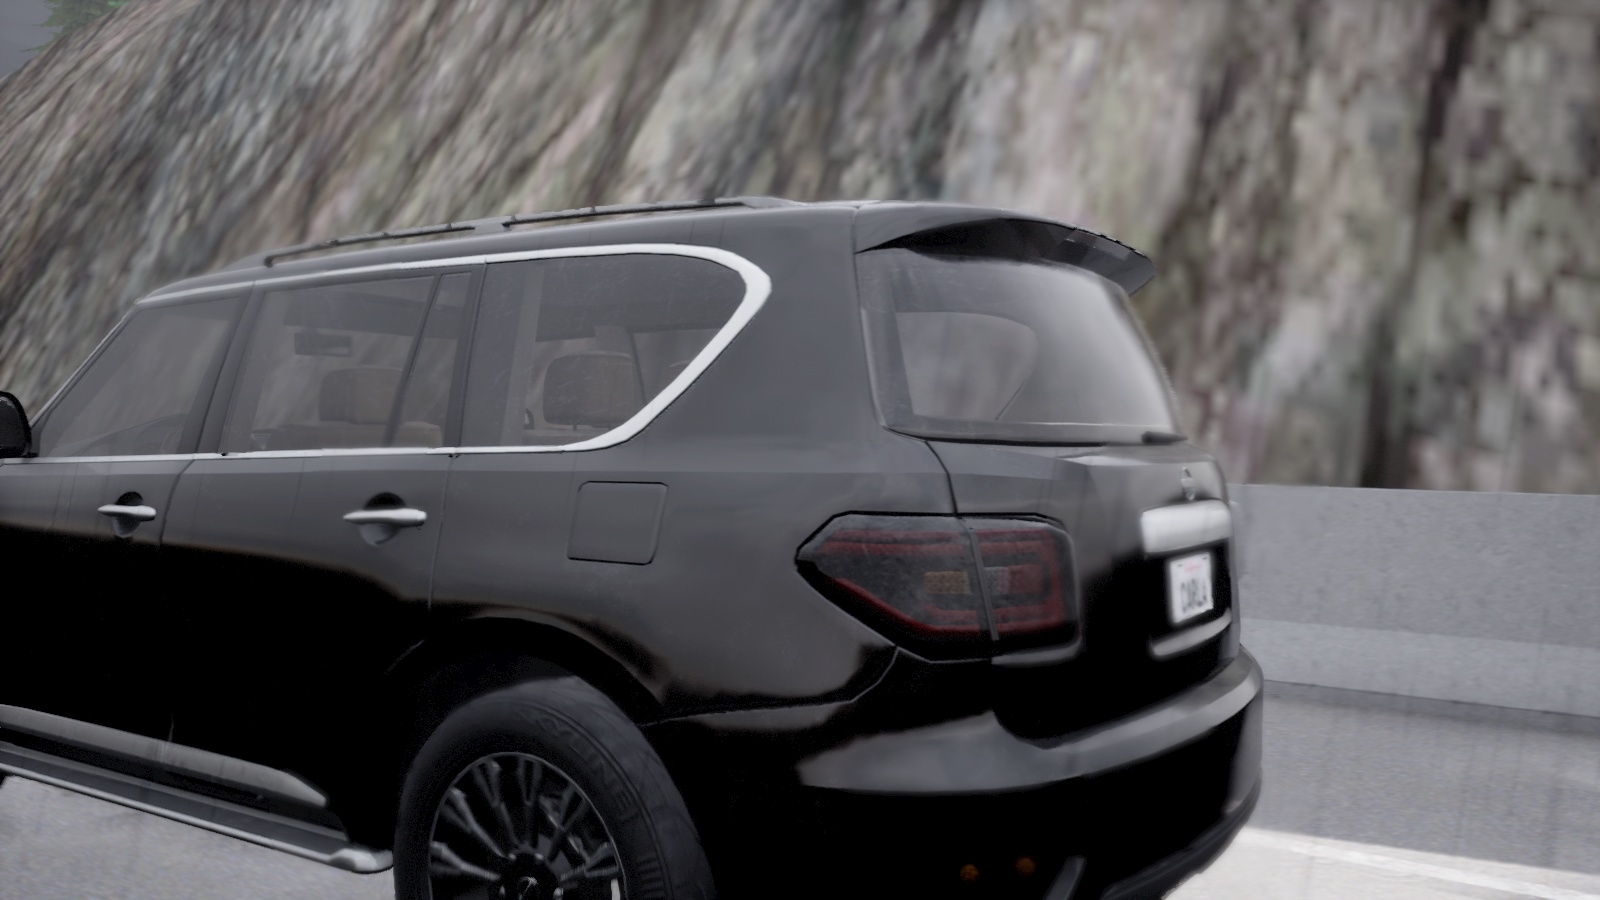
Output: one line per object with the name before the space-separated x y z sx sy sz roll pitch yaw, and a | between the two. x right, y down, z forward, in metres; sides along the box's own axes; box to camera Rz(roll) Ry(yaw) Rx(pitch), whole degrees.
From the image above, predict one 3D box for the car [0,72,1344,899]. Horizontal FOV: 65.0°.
car | -1.266 0.401 4.459 5.566 2.045 2.150 0 1 34
